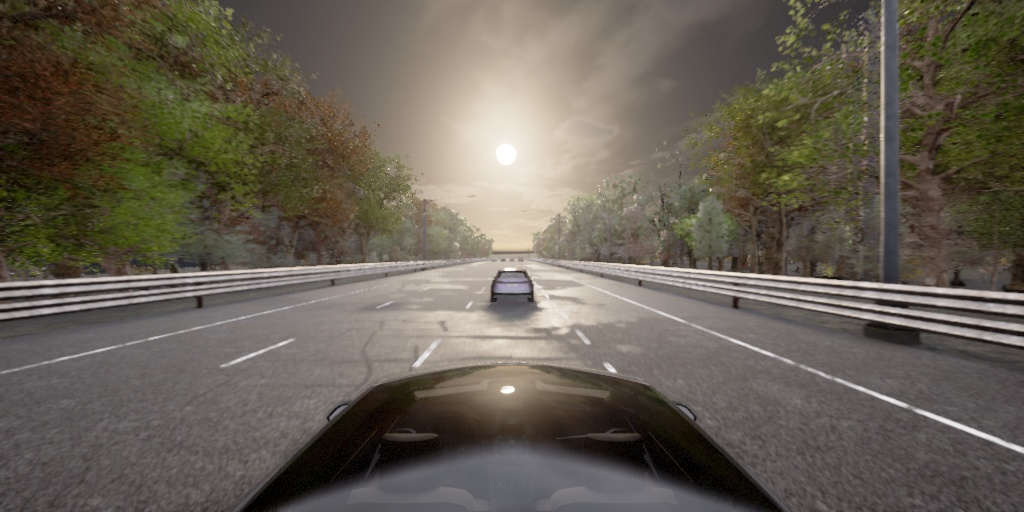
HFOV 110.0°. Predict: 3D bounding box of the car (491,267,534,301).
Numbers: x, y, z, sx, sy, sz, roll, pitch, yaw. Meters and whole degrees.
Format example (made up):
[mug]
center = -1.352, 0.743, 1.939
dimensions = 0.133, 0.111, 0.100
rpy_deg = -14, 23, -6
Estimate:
[car]
center = 0.019, 1.327, 17.448
dimensions = 2.033, 1.649, 4.856
rpy_deg = 0, -1, 0
